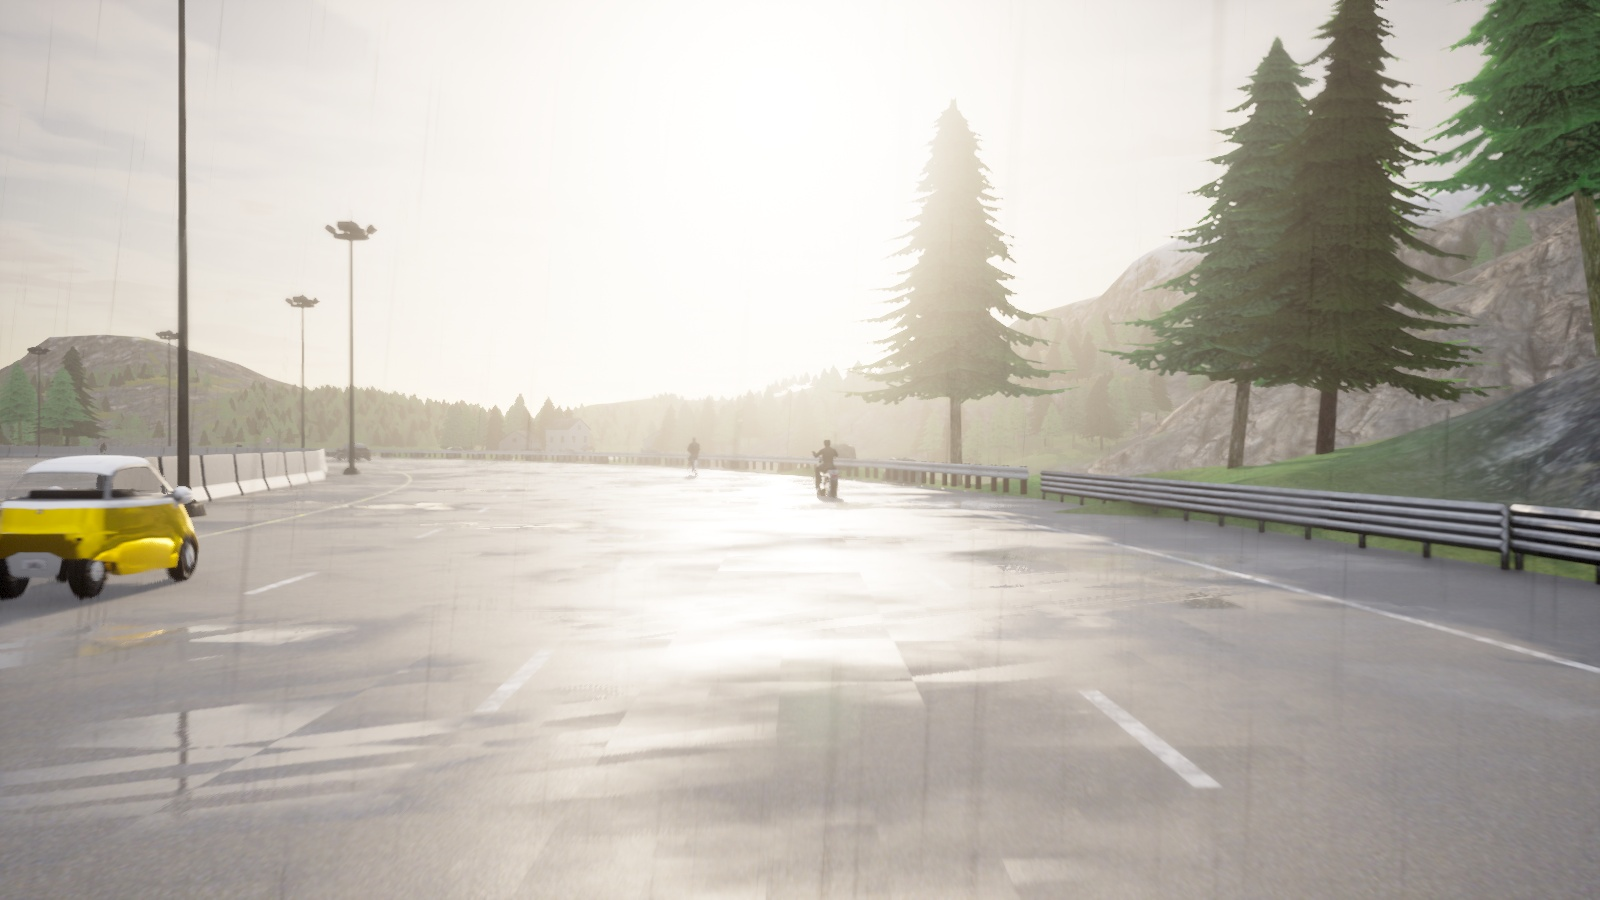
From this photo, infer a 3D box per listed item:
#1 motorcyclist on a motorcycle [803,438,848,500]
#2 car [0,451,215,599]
[{"bbox_3d":[0.689,0.502,34.733,0.766,1.649,2.350,0,0,-10],"label":"motorcyclist on a motorcycle"},{"bbox_3d":[-7.283,0.722,13.053,1.481,1.376,2.207,0,1,-4],"label":"car"}]
